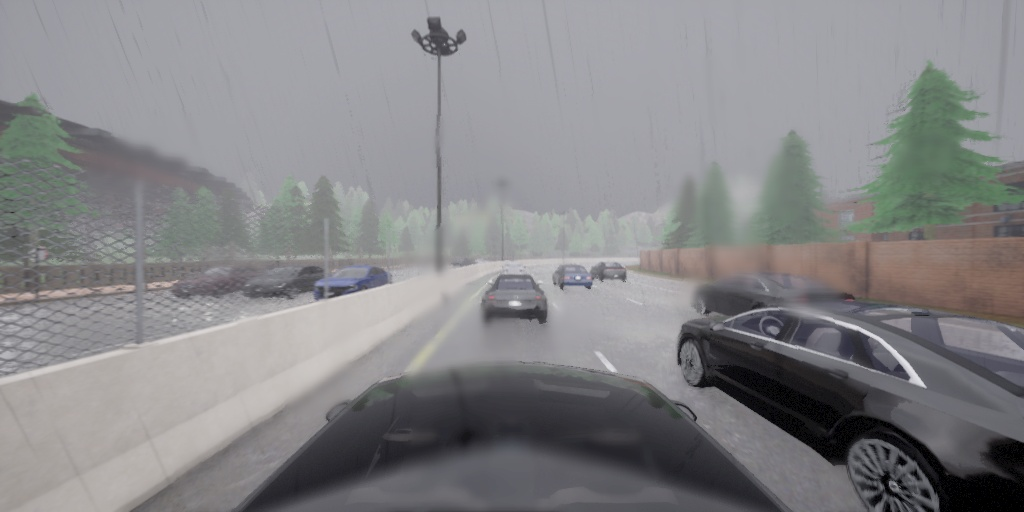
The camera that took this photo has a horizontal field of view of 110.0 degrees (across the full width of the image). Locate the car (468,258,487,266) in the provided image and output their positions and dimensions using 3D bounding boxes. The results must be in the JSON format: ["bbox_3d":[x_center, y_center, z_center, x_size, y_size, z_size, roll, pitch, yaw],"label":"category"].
[{"bbox_3d":[-5.273,1.084,60.564,1.812,1.442,4.674,0,0,18],"label":"car"}]

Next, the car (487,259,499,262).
[{"bbox_3d":[-1.954,1.164,59.443,1.895,1.301,4.718,0,0,18],"label":"car"}]

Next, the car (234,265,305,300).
[{"bbox_3d":[-10.577,1.201,17.433,1.837,1.490,4.892,0,0,0],"label":"car"}]

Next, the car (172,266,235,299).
[{"bbox_3d":[-14.078,1.221,17.812,1.812,1.442,4.674,0,0,0],"label":"car"}]

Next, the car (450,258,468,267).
[{"bbox_3d":[-8.574,1.102,61.597,2.033,1.411,5.357,0,0,18],"label":"car"}]

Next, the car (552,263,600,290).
[{"bbox_3d":[3.609,1.232,22.050,2.033,1.411,5.357,0,0,0],"label":"car"}]

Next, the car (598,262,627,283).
[{"bbox_3d":[7.149,1.161,26.933,2.128,1.511,4.902,0,0,1],"label":"car"}]

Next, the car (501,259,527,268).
[{"bbox_3d":[0.159,1.191,27.943,1.812,1.442,4.674,0,0,1],"label":"car"}]

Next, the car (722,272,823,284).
[{"bbox_3d":[7.100,1.215,10.339,2.128,1.511,4.902,0,0,0],"label":"car"}]

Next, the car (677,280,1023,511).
[{"bbox_3d":[3.584,1.236,3.930,2.128,1.511,4.902,0,0,0],"label":"car"}]

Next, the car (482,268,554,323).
[{"bbox_3d":[0.103,1.281,11.932,1.994,1.385,4.181,0,0,0],"label":"car"}]

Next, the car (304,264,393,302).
[{"bbox_3d":[-7.083,1.178,16.521,1.882,1.535,5.008,0,0,0],"label":"car"}]
